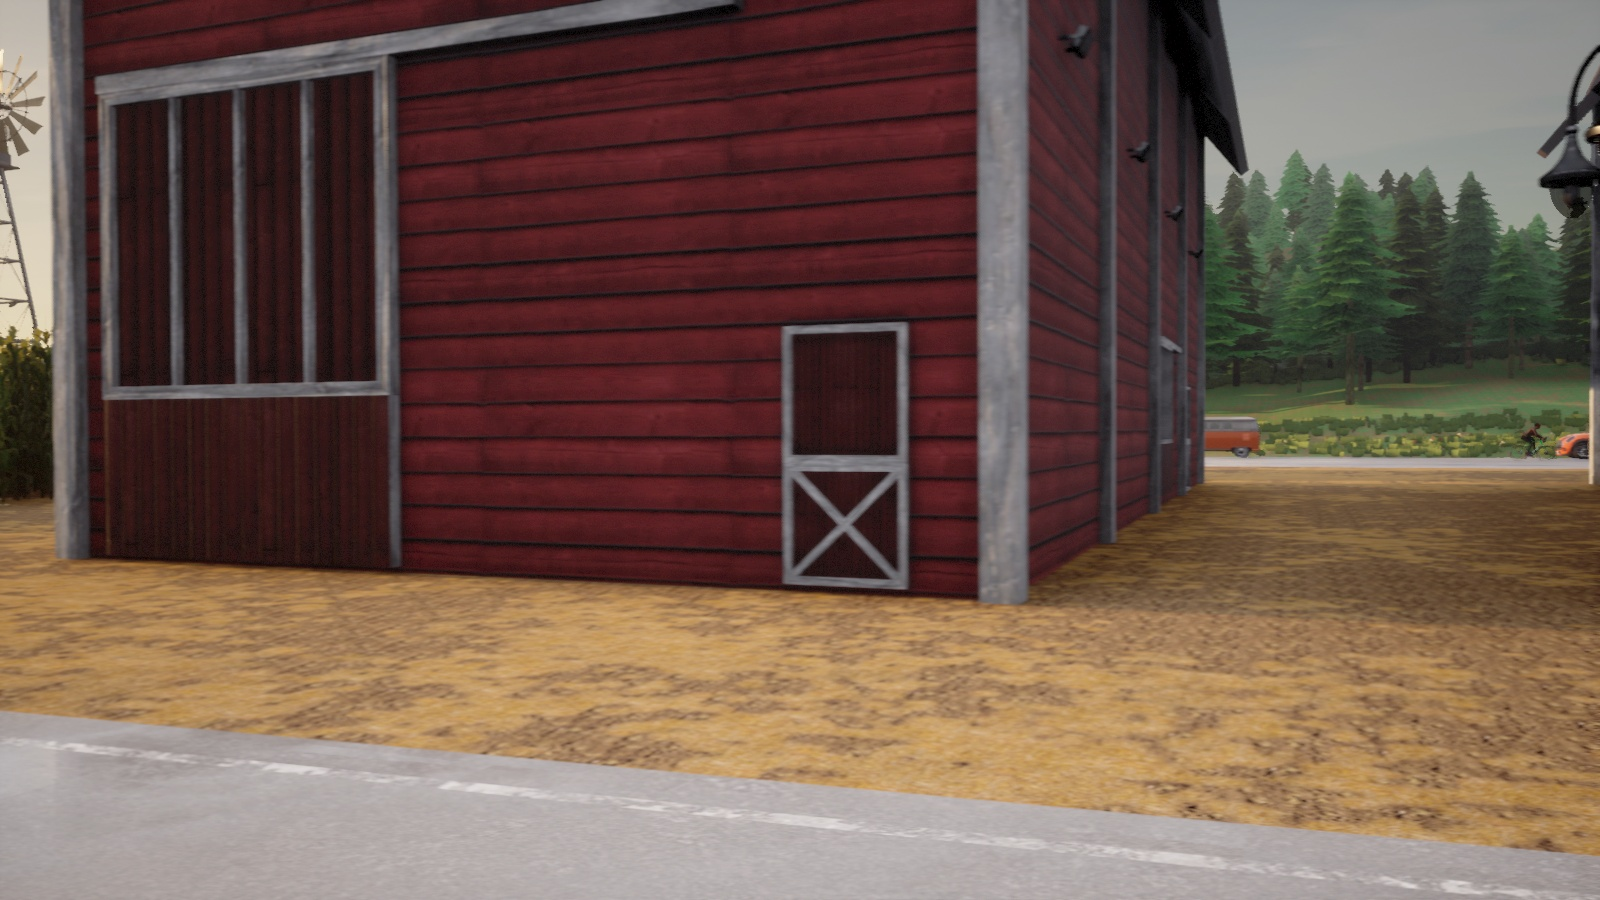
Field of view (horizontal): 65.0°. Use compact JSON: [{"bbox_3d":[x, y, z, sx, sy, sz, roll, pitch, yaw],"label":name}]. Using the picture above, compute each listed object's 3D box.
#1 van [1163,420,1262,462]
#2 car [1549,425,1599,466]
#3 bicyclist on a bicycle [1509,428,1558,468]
[{"bbox_3d":[19.986,-0.462,60.848,4.442,1.987,1.775,1,1,22],"label":"van"},{"bbox_3d":[35.388,-0.198,54.599,4.553,1.767,2.097,1,1,22],"label":"car"},{"bbox_3d":[30.771,-0.091,52.698,1.656,1.620,0.582,1,1,22],"label":"bicyclist on a bicycle"}]
